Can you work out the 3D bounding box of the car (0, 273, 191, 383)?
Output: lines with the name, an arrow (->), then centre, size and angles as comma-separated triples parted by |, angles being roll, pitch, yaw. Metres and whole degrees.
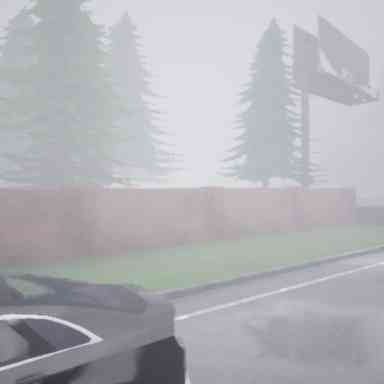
car -> -2.316, 1.495, 2.324 | 4.902, 1.511, 2.128 | -1, 0, -35
